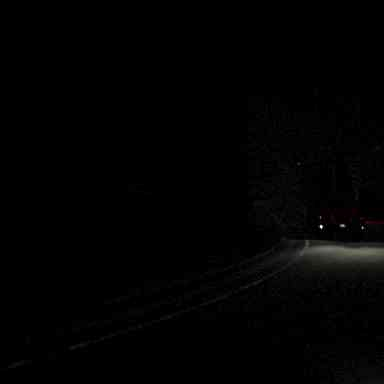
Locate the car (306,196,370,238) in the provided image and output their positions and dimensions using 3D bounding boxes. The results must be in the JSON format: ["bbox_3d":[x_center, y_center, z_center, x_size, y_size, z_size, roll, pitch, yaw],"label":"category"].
[{"bbox_3d":[7.619,1.230,18.183,2.150,2.045,5.566,0,0,13],"label":"car"}]
